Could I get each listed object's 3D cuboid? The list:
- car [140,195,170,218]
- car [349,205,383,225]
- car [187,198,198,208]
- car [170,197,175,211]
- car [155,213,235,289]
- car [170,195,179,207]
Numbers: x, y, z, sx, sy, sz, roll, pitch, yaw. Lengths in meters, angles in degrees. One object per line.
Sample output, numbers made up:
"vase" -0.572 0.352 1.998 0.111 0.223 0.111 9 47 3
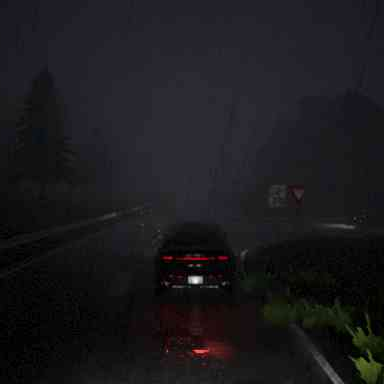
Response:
"car" -3.629 1.413 32.500 2.150 2.045 5.566 0 0 0
"car" 12.653 1.552 21.796 4.181 1.385 1.994 0 0 0
"car" 0.036 1.819 55.690 2.128 1.511 4.902 0 0 0
"car" -3.640 1.733 43.413 1.882 1.535 5.008 0 0 0
"car" 0.075 1.562 9.292 1.837 1.490 4.892 0 0 0
"car" -3.568 1.610 59.303 2.150 2.045 5.566 0 0 0
